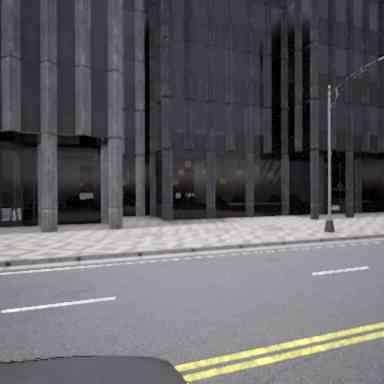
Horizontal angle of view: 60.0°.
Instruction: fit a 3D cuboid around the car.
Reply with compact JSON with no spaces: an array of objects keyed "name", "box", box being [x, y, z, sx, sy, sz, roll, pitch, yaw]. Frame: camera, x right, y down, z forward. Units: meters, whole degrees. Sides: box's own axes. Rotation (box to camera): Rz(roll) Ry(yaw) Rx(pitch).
[{"name":"car","box":[-2.290,1.550,1.360,5.357,1.411,2.033,0,0,-22]}]
